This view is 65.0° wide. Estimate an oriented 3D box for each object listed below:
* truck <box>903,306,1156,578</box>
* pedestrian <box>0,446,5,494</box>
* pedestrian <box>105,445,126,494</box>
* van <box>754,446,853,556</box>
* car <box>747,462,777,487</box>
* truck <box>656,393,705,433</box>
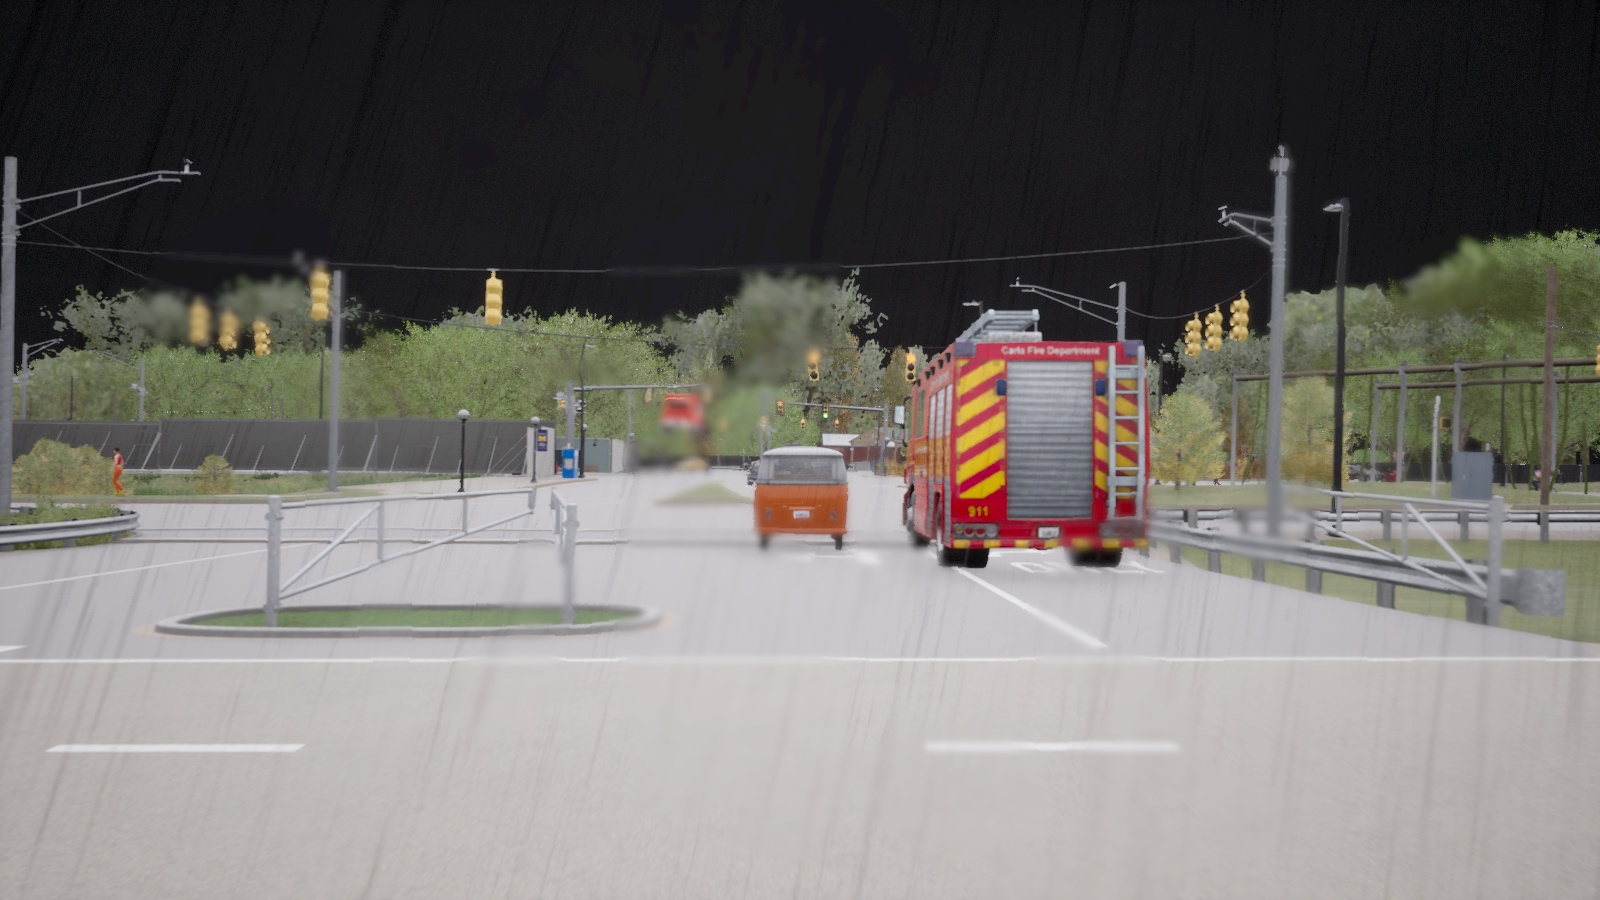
[{"bbox_3d":[3.582,-0.016,21.922,2.891,3.827,8.468,0,-1,0],"label":"truck"},{"bbox_3d":[-31.124,0.752,48.316,0.694,1.848,0.540,2,0,1],"label":"pedestrian"},{"bbox_3d":[-25.995,0.736,47.700,0.594,1.836,0.345,2,0,-2],"label":"pedestrian"},{"bbox_3d":[0.067,0.920,25.119,1.775,1.987,4.442,0,0,0],"label":"van"},{"bbox_3d":[-2.504,1.595,82.280,1.789,1.549,3.705,1,-1,-5],"label":"car"},{"bbox_3d":[-8.136,-2.508,86.097,2.627,2.467,5.204,3,0,1],"label":"truck"}]
